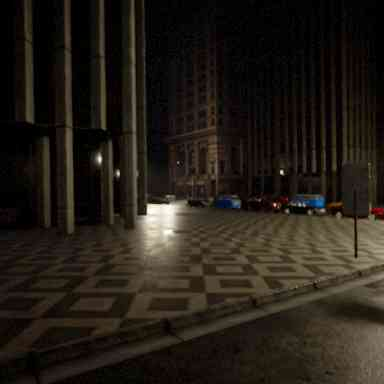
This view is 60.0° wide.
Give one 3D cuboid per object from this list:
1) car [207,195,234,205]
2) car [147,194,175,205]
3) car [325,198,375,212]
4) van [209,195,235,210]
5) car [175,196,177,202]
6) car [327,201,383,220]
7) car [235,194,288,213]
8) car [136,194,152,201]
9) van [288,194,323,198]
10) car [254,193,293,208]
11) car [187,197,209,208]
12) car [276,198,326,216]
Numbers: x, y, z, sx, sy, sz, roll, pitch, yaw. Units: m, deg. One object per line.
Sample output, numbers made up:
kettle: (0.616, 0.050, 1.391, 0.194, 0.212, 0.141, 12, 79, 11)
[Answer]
car: (4.768, 1.309, 55.393, 1.752, 1.417, 4.829, -1, 1, -36)
car: (-5.299, 1.448, 54.791, 2.008, 1.369, 4.403, -1, 1, -36)
car: (17.627, 1.397, 37.421, 1.752, 1.417, 4.829, -1, 1, -36)
van: (4.350, 1.304, 41.312, 1.690, 1.788, 3.998, -1, 1, -36)
car: (-4.778, 1.269, 68.734, 2.008, 1.369, 4.403, -1, 1, -36)
car: (14.003, 1.576, 27.837, 1.887, 1.381, 4.507, -1, 1, -36)
car: (7.567, 1.300, 36.820, 2.192, 1.841, 5.009, -1, 1, -36)
car: (-11.207, 1.258, 77.721, 1.802, 1.307, 4.206, -1, 1, -36)
van: (14.510, 1.191, 41.773, 1.690, 1.788, 3.998, -1, 1, -36)
car: (11.295, 1.142, 46.266, 2.192, 1.841, 5.009, -1, 1, -36)
car: (1.135, 1.381, 45.805, 1.967, 1.590, 4.097, -1, 1, -36)
car: (10.786, 1.558, 32.330, 2.008, 1.369, 4.403, -1, 1, -36)
